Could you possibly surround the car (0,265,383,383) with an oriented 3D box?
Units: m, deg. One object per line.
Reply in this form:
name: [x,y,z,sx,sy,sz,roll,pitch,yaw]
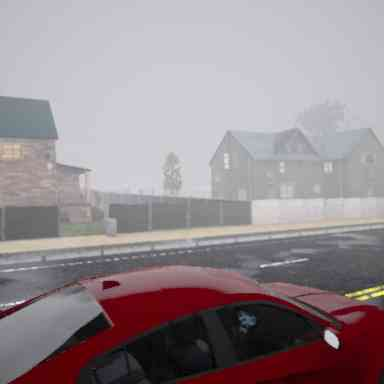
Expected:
car: [0.063,1.475,3.091,5.008,1.535,1.882,0,0,-30]
